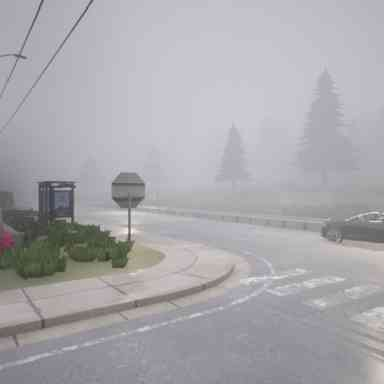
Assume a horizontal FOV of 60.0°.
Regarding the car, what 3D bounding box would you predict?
[{"bbox_3d":[7.763,1.496,13.738,2.128,1.511,4.902,0,0,-34],"label":"car"}]
